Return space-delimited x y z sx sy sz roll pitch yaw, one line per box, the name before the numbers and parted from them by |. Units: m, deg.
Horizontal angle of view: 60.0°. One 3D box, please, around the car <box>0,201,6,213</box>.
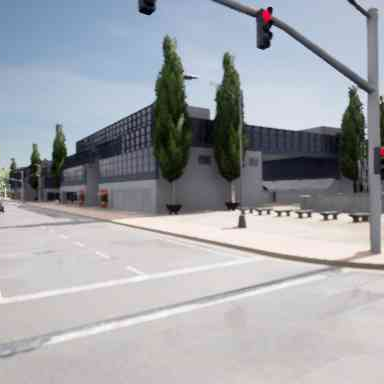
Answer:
car | -23.036 1.755 38.923 1.994 1.385 4.181 -1 0 -33
